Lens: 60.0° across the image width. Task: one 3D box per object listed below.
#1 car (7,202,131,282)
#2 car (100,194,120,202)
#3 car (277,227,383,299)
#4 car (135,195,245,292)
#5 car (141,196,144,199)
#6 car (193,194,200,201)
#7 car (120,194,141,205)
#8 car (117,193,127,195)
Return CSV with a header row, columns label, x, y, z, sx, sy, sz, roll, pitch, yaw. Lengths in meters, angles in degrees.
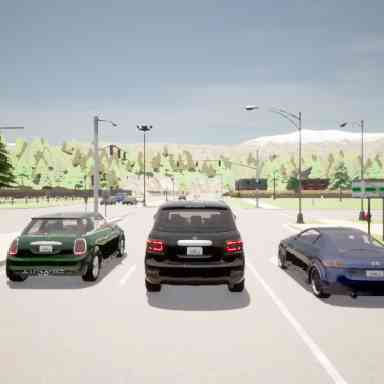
label,x,y,z,sx,sy,sz,roll,pitch,yaw
car,-3.417,1.352,9.946,2.097,1.767,4.553,0,0,0
car,-14.392,1.564,57.206,1.994,1.385,4.181,0,0,1
car,3.578,1.564,8.505,1.994,1.385,4.181,0,0,0
car,0.075,1.221,9.051,2.150,2.045,5.566,0,0,1
car,-10.658,1.526,67.874,1.812,1.442,4.674,0,0,1
car,1.116,1.311,83.397,1.882,1.535,5.008,0,0,1
car,-10.864,1.547,58.292,2.033,1.411,5.357,0,0,1
car,-14.186,1.221,66.561,2.150,2.045,5.566,0,0,1
